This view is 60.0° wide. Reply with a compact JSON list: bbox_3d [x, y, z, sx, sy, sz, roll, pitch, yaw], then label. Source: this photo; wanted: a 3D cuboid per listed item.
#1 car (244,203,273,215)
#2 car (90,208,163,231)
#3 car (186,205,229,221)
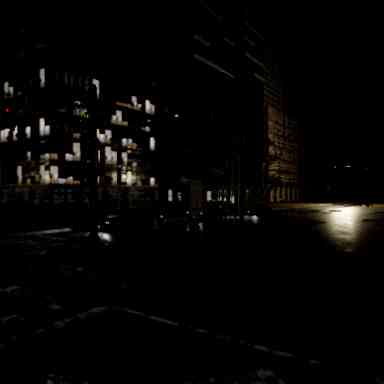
[{"bbox_3d":[7.656,1.942,38.916,1.895,1.301,4.718,0,0,37],"label":"car"},{"bbox_3d":[-4.278,1.803,22.924,2.033,1.411,5.357,0,0,37],"label":"car"},{"bbox_3d":[1.478,1.898,30.657,1.895,1.301,4.718,0,0,37],"label":"car"}]
